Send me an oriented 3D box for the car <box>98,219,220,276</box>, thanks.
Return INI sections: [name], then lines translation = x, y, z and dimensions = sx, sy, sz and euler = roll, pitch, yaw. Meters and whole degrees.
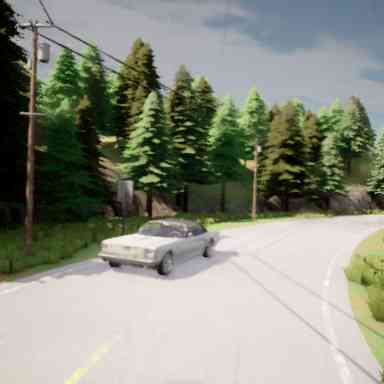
[car]
translation = -0.768, 1.569, 10.590
dimensions = 1.895, 1.301, 4.718
euler = 2, 0, 25
